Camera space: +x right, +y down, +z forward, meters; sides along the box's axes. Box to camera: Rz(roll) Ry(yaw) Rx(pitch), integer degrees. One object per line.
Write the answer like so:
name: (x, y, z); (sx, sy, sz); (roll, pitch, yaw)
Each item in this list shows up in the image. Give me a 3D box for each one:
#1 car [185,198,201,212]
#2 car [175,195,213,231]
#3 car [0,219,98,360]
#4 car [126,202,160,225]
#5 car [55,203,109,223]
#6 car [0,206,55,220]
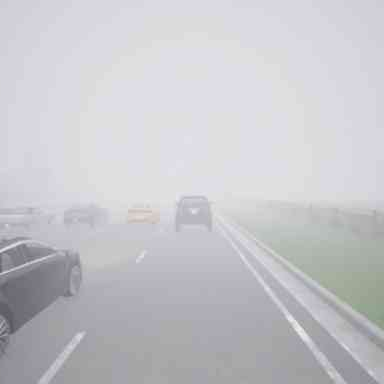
car: (0.082, 1.471, 39.769); (1.837, 1.490, 4.892); (0, 0, 0)
car: (0.091, 1.204, 20.719); (2.150, 2.045, 5.566); (0, 0, 0)
car: (-3.401, 1.486, 5.634); (2.128, 1.511, 4.902); (0, 0, 0)
car: (-3.412, 1.457, 23.896); (1.882, 1.535, 5.008); (0, 0, 0)
car: (-6.912, 1.472, 22.110); (2.128, 1.511, 4.902); (0, 0, 0)
car: (-10.412, 1.582, 21.029); (1.895, 1.301, 4.718); (0, 0, 0)
